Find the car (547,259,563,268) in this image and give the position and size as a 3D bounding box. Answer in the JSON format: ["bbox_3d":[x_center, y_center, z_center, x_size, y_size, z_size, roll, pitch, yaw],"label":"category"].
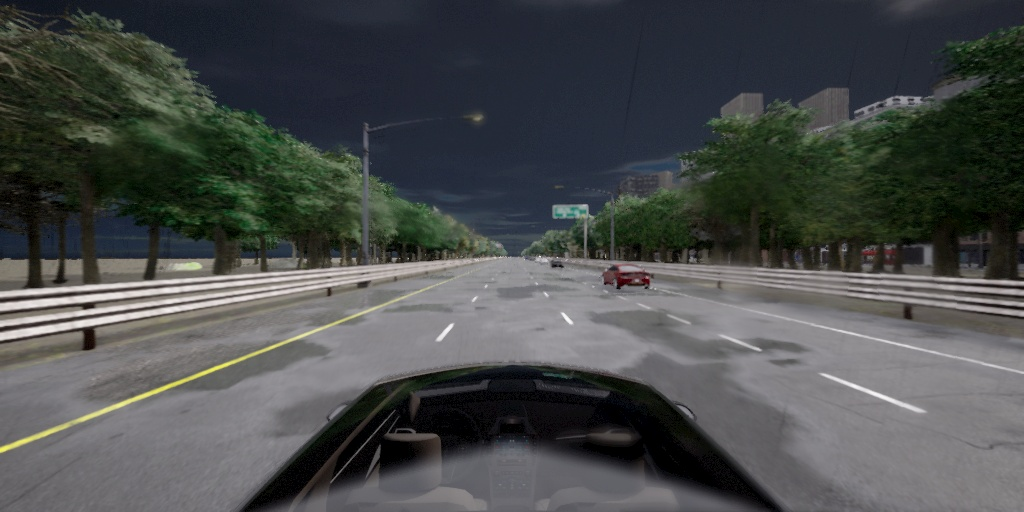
[{"bbox_3d":[7.203,1.249,58.566,1.837,1.490,4.892,0,0,0],"label":"car"}]

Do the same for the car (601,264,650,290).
[{"bbox_3d":[7.035,1.236,22.630,1.882,1.535,5.008,0,0,0],"label":"car"}]
